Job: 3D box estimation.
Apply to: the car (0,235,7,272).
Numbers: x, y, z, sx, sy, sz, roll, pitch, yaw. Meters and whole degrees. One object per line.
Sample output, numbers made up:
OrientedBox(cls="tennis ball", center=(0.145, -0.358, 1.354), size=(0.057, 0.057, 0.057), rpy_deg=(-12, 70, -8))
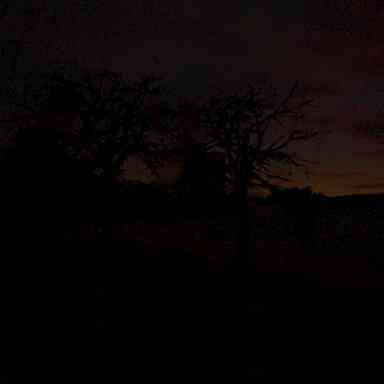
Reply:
OrientedBox(cls="car", center=(-7.070, 1.456, 10.011), size=(1.970, 1.475, 3.806), rpy_deg=(3, -3, -44))
